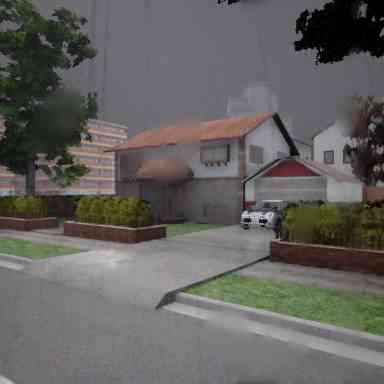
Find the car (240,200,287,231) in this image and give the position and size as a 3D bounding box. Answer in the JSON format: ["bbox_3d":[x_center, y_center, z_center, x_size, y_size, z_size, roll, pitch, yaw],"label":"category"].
[{"bbox_3d":[4.101,1.168,17.378,1.970,1.475,3.806,0,0,36],"label":"car"}]
